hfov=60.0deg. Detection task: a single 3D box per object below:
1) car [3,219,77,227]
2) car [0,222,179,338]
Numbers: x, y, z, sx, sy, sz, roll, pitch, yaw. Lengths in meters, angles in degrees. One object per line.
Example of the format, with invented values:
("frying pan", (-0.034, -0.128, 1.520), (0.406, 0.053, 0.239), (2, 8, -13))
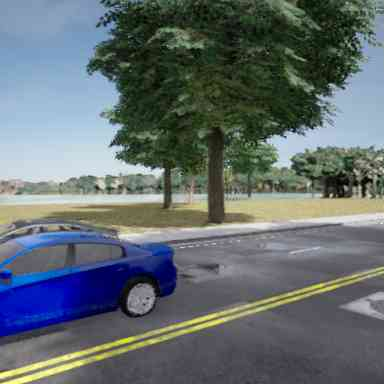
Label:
("car", (-4.246, 1.485, 8.639), (4.902, 1.511, 2.128), (0, 0, -35))
("car", (-2.606, 1.473, 5.817), (5.008, 1.535, 1.882), (0, 0, -35))
